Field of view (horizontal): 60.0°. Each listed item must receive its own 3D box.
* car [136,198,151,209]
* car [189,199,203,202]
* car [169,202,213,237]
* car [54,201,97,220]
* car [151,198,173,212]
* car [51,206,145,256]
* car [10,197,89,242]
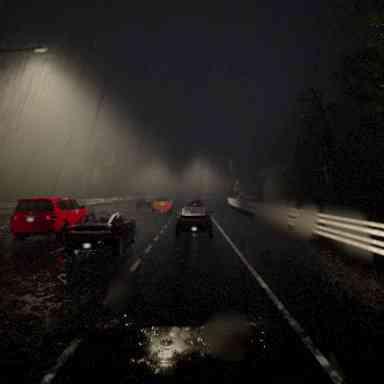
[{"bbox_3d":[-6.889,1.611,48.127,2.128,1.511,4.902,0,0,0],"label":"car"},{"bbox_3d":[0.571,1.678,47.070,1.994,1.385,4.181,0,0,3],"label":"car"},{"bbox_3d":[0.105,1.537,18.215,2.128,1.511,4.902,0,0,0],"label":"car"},{"bbox_3d":[-10.393,1.623,30.234,2.033,1.411,5.357,0,0,0],"label":"car"},{"bbox_3d":[-3.390,1.450,40.188,2.097,1.767,4.553,0,0,0],"label":"car"},{"bbox_3d":[-3.397,1.525,13.175,2.128,1.511,4.902,0,0,0],"label":"car"},{"bbox_3d":[-6.898,1.265,16.872,2.150,2.045,5.566,0,0,0],"label":"car"}]
